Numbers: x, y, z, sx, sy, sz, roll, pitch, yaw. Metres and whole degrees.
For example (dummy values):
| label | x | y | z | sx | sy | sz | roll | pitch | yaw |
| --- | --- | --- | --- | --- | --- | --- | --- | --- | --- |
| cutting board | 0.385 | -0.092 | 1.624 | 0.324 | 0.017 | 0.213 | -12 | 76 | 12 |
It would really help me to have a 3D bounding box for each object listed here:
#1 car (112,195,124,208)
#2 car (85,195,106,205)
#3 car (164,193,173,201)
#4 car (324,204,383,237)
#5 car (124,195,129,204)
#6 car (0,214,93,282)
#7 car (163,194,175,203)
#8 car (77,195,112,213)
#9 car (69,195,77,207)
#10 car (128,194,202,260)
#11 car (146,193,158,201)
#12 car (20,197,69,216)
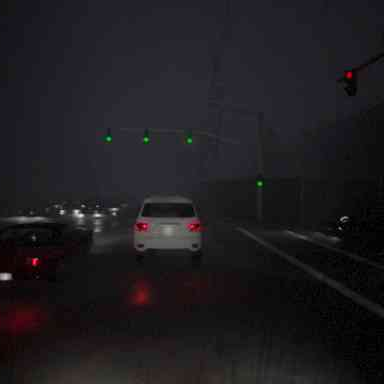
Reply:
| label | x | y | z | sx | sy | sz | roll | pitch | yaw |
| --- | --- | --- | --- | --- | --- | --- | --- | --- | --- |
| car | -10.053 | 1.166 | 41.710 | 1.812 | 1.442 | 4.674 | 1 | 0 | -4 |
| car | -13.961 | 1.157 | 48.159 | 1.895 | 1.301 | 4.718 | 1 | 0 | -3 |
| car | -4.913 | 1.067 | 70.595 | 1.812 | 1.442 | 4.674 | 1 | 0 | -4 |
| car | 9.623 | 1.424 | 18.004 | 4.553 | 1.767 | 2.097 | 1 | 0 | -4 |
| car | -10.688 | 1.121 | 52.179 | 2.033 | 1.411 | 5.357 | 1 | 0 | -3 |
| car | -4.181 | 1.519 | 9.385 | 1.895 | 1.301 | 4.718 | 1 | 0 | -4 |
| car | -4.205 | 1.101 | 60.216 | 2.128 | 1.511 | 4.902 | 1 | 0 | -4 |
| car | -9.457 | 1.203 | 32.638 | 1.837 | 1.490 | 4.892 | 1 | 0 | -4 |
| car | -13.343 | 1.096 | 38.350 | 1.882 | 1.535 | 5.008 | 1 | 0 | -4 |
| car | -0.872 | 1.164 | 12.382 | 2.150 | 2.045 | 5.566 | 1 | 0 | -4 |
| car | -8.396 | 1.042 | 70.235 | 2.033 | 1.411 | 5.357 | 1 | 0 | -4 |
| car | -12.694 | 1.228 | 28.591 | 2.033 | 1.411 | 5.357 | 1 | 0 | -4 |
